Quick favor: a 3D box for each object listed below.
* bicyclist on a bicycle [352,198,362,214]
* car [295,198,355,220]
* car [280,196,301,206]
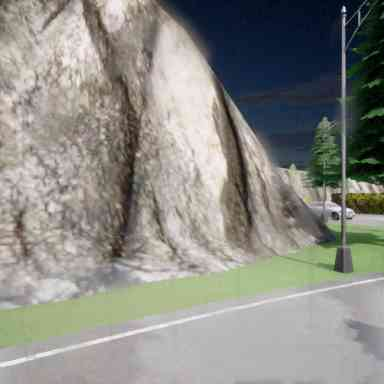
[{"bbox_3d":[16.507,1.453,33.370,1.656,1.620,0.582,0,0,-28],"label":"bicyclist on a bicycle"},{"bbox_3d":[11.332,1.526,27.991,1.812,1.442,4.674,0,0,-28],"label":"car"},{"bbox_3d":[16.557,1.478,54.493,5.008,1.535,1.882,0,0,-34],"label":"car"}]
